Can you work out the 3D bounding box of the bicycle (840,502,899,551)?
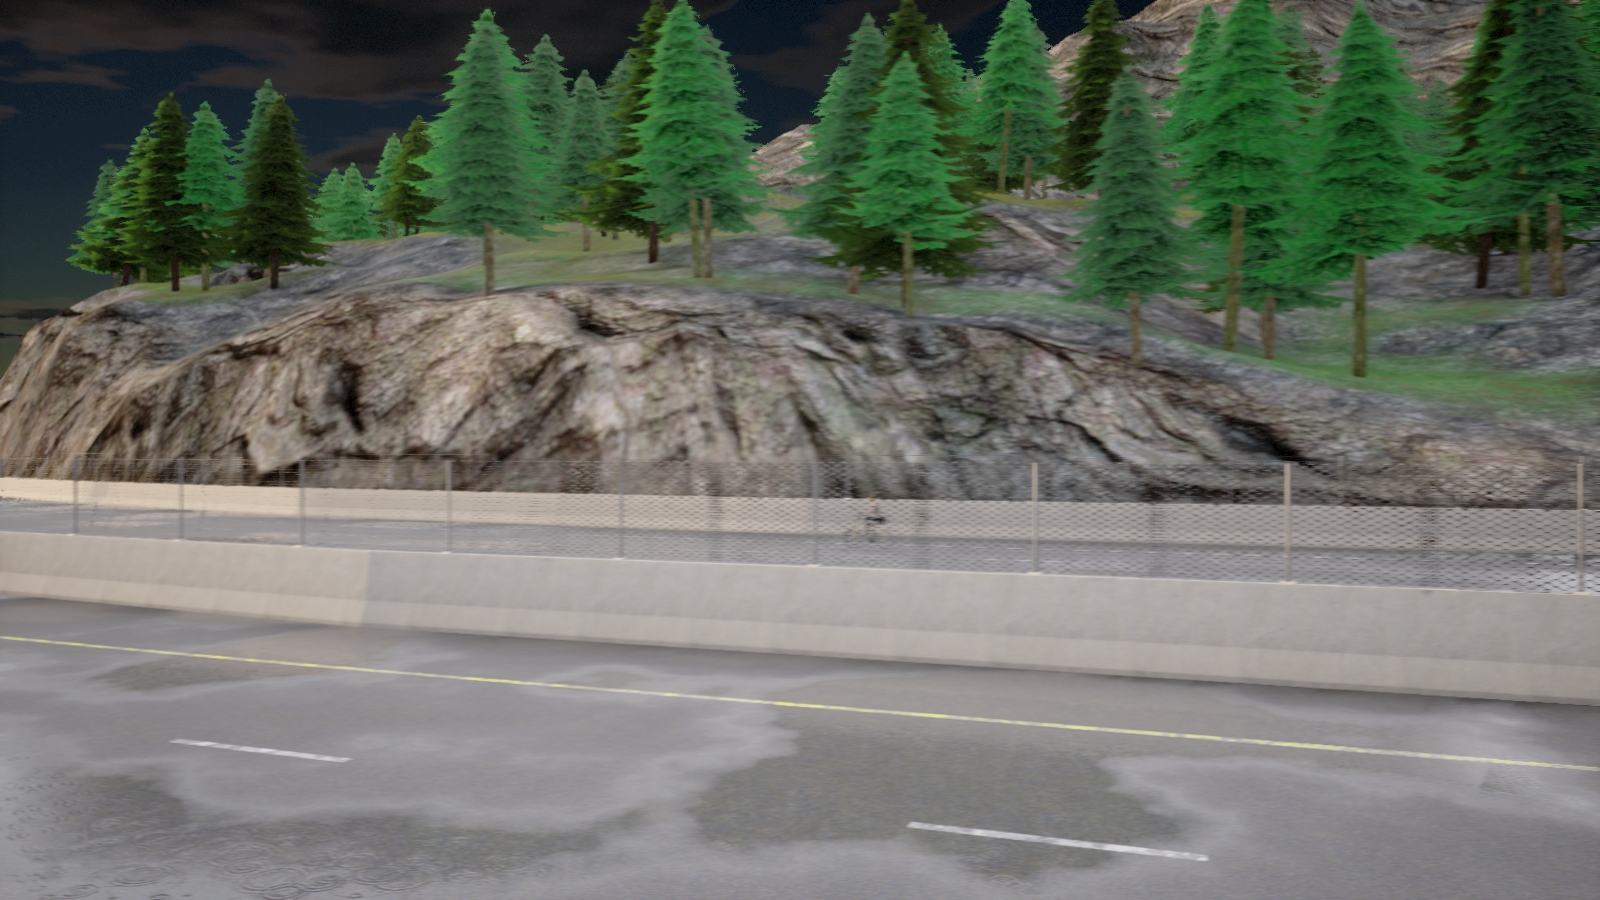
[{"bbox_3d":[1.970,2.161,32.371,1.487,1.295,0.859,0,0,21],"label":"bicycle"}]
